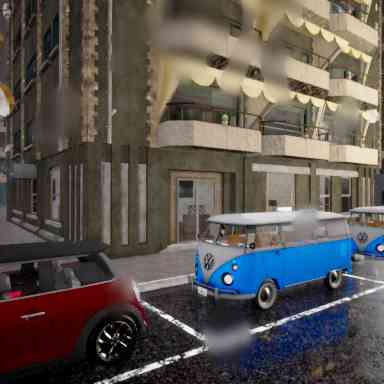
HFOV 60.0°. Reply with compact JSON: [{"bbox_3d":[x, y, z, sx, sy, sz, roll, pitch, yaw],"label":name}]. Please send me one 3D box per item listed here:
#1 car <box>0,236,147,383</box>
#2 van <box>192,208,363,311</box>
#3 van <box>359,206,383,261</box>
[{"bbox_3d":[-2.722,1.440,4.152,4.097,1.590,1.967,0,0,-36],"label":"car"},{"bbox_3d":[1.904,1.343,7.466,3.998,1.788,1.690,0,0,-36],"label":"van"},{"bbox_3d":[6.529,1.345,10.780,3.998,1.788,1.690,0,0,-36],"label":"van"}]
